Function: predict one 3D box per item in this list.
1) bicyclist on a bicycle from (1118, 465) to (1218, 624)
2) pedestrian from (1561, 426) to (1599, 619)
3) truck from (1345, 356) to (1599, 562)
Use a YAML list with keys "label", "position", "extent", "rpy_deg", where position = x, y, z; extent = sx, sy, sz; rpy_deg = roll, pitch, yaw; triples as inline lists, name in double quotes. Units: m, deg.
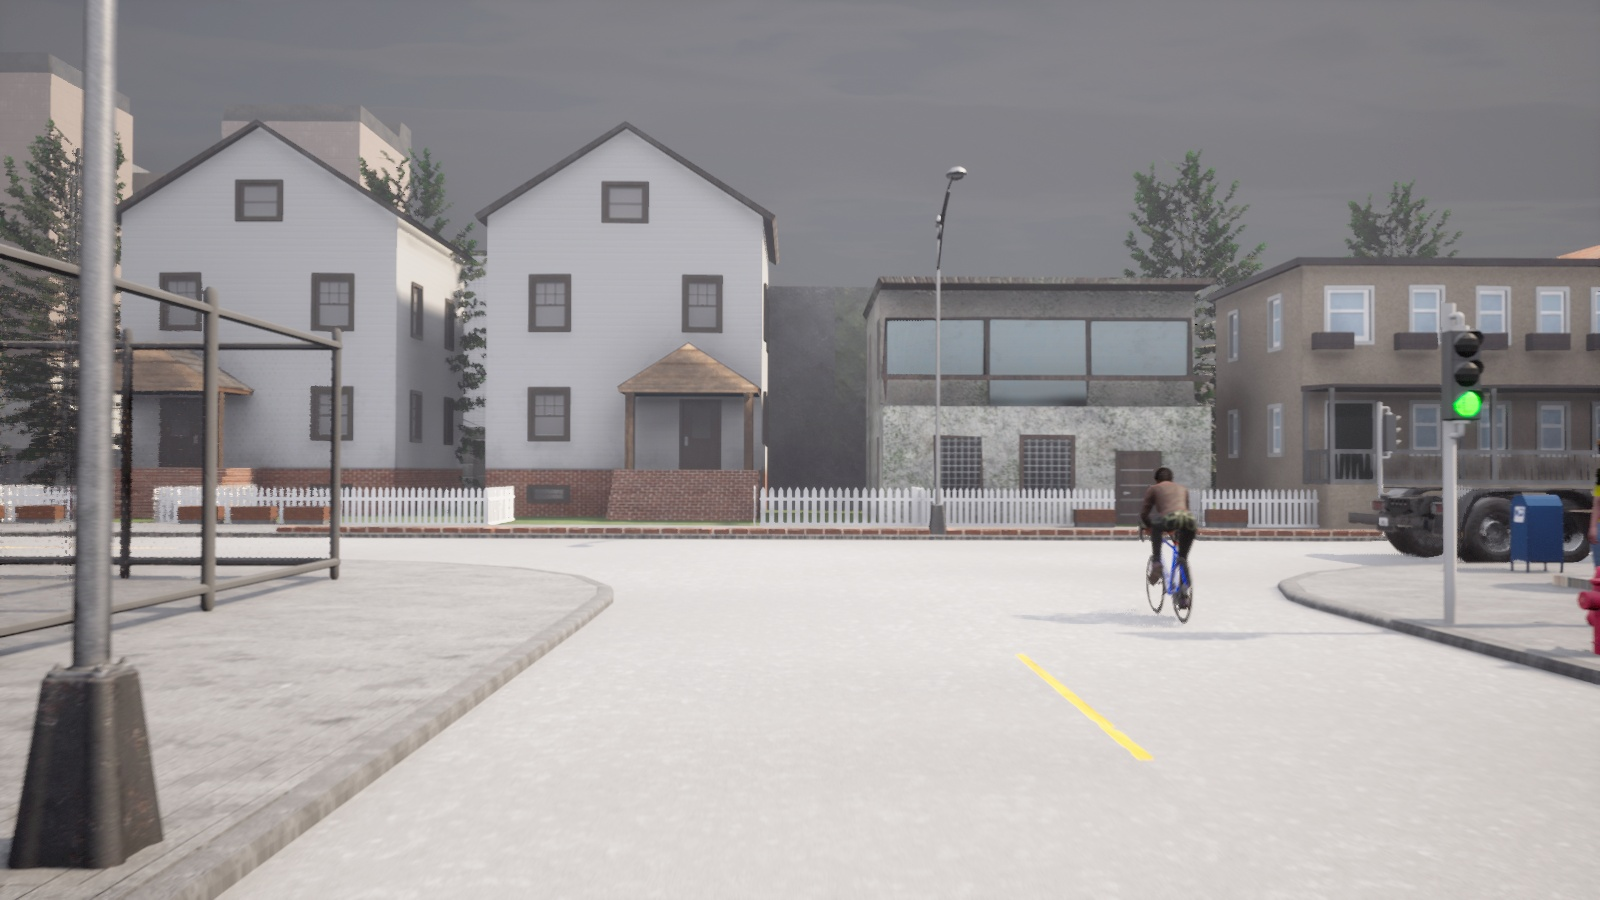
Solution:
- label: "bicyclist on a bicycle"
  position: [3.965, 0.980, 13.649]
  extent: [0.582, 1.620, 1.656]
  rpy_deg: [0, -1, 0]
- label: "pedestrian"
  position: [7.793, 0.693, 12.130]
  extent: [0.354, 1.836, 0.706]
  rpy_deg: [0, -1, -12]
- label: "truck"
  position: [14.466, 0.156, 22.766]
  extent: [7.936, 3.462, 2.891]
  rpy_deg: [0, -1, -3]
